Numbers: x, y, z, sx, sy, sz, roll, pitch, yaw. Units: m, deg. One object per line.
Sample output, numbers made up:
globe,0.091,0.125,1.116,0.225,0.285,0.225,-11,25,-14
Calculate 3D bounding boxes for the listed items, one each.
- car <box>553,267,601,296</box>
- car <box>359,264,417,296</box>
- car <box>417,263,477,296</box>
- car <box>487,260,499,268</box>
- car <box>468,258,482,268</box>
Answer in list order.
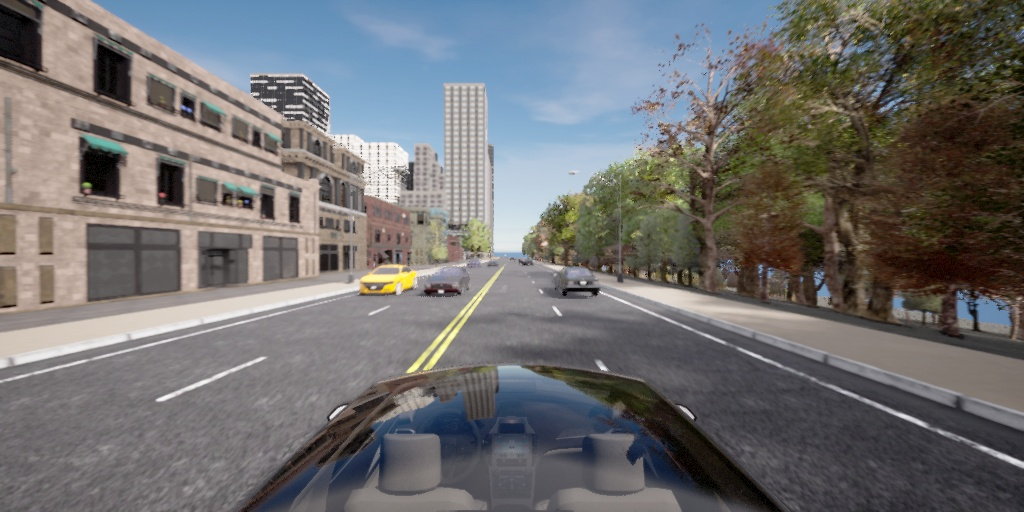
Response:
car,3.353,1.297,19.347,2.033,1.411,5.357,0,0,0
car,-6.581,1.228,19.593,1.882,1.535,5.008,0,0,0
car,-3.334,1.297,19.530,2.033,1.411,5.357,0,0,0
car,-3.238,1.298,62.260,1.994,1.385,4.181,0,0,1
car,-6.487,1.094,62.311,2.097,1.767,4.553,0,0,0
